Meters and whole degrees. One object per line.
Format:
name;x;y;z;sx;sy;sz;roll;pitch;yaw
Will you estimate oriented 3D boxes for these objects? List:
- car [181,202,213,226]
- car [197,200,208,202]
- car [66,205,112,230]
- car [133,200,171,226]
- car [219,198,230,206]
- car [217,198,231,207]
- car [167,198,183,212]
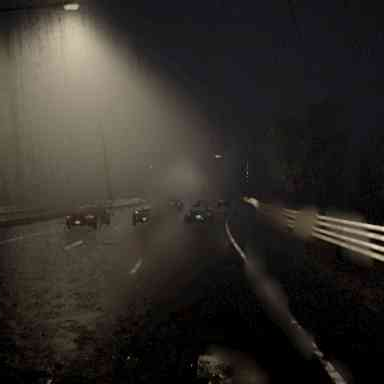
car;0.508;1.641;24.301;1.994;1.385;4.181;0;0;2
car;1.269;1.688;42.133;2.033;1.411;5.357;0;0;3
car;-6.579;1.591;21.620;1.812;1.442;4.674;0;0;2
car;-3.004;1.567;24.020;2.128;1.511;4.902;0;0;2
car;6.051;1.791;62.702;1.994;1.385;4.181;0;0;4
car;5.262;1.696;54.340;1.837;1.490;4.892;0;0;6
car;-2.255;1.490;41.672;2.097;1.767;4.553;0;0;3
